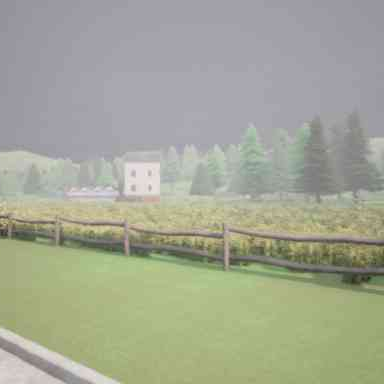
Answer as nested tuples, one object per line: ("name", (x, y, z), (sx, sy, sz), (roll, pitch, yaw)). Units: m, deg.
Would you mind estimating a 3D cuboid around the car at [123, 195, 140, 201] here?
("car", (-13.857, 1.554, 75.794), (4.605, 1.855, 1.932), (-1, 0, 35))
